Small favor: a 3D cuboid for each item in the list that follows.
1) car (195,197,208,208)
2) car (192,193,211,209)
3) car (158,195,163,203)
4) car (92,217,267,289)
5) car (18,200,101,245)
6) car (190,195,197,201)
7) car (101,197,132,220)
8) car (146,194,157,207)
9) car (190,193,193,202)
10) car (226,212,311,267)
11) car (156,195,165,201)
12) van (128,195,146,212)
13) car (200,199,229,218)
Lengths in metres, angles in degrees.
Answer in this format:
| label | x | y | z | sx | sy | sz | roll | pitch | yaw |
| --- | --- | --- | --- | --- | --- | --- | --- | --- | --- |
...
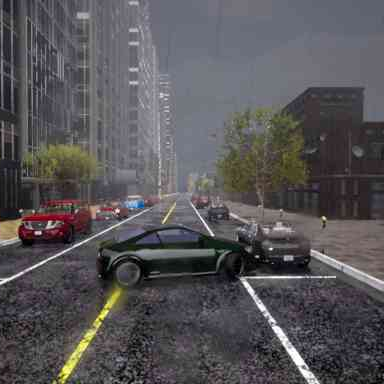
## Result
| label | x | y | z | sx | sy | sz | roll | pitch | yaw |
| --- | --- | --- | --- | --- | --- | --- | --- | --- | --- |
| car | 1.395 | 1.509 | 50.056 | 1.752 | 1.417 | 4.829 | -1 | 0 | -1 |
| car | 1.541 | 1.301 | 44.353 | 2.192 | 1.841 | 5.009 | -1 | 0 | -1 |
| car | -7.415 | 1.522 | 66.274 | 1.887 | 1.381 | 4.507 | -1 | 0 | -1 |
| car | -0.414 | 1.557 | 8.966 | 4.181 | 1.385 | 1.994 | 0 | 0 | -17 |
| car | -6.190 | 1.310 | 15.748 | 2.192 | 1.841 | 5.009 | -1 | 0 | -1 |
| car | 0.380 | 1.551 | 88.614 | 1.802 | 1.307 | 4.206 | -1 | 0 | -1 |
| car | -6.390 | 1.432 | 26.816 | 1.967 | 1.590 | 4.097 | -1 | 0 | -1 |
| car | -6.981 | 1.299 | 49.675 | 2.192 | 1.841 | 5.009 | -1 | 0 | -1 |
| car | 0.813 | 1.291 | 72.017 | 2.192 | 1.841 | 5.009 | -1 | 0 | -1 |
| car | 2.549 | 1.548 | 11.161 | 2.008 | 1.369 | 4.403 | -1 | 0 | -1 |
| car | -7.849 | 1.497 | 82.703 | 1.752 | 1.417 | 4.829 | -1 | 0 | -1 |
| van | -6.690 | 1.329 | 38.610 | 1.690 | 1.788 | 3.998 | -1 | 0 | -1 |
| car | 2.013 | 1.543 | 27.021 | 2.008 | 1.369 | 4.403 | -1 | 0 | -1 |
